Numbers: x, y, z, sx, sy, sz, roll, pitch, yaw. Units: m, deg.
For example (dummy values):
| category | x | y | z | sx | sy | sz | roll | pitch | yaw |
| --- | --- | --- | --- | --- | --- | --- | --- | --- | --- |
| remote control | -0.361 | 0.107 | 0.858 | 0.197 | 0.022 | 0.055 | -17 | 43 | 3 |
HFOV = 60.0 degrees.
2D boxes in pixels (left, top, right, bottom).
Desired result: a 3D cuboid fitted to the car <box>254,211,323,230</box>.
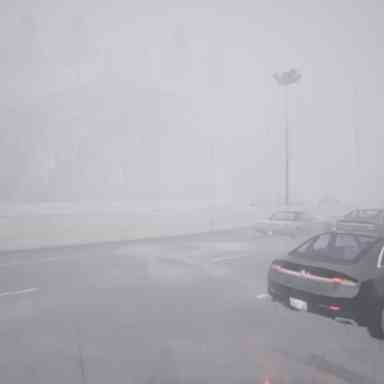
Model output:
| category | x | y | z | sx | sy | sz | roll | pitch | yaw |
| --- | --- | --- | --- | --- | --- | --- | --- | --- | --- |
| car | 5.367 | 1.624 | 17.007 | 4.718 | 1.301 | 1.895 | 0 | 0 | -40 |

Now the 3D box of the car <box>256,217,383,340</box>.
| category | x | y | z | sx | sy | sz | roll | pitch | yaw |
| --- | --- | --- | --- | --- | --- | --- | --- | --- | --- |
| car | 3.552 | 1.499 | 6.573 | 4.902 | 1.511 | 2.128 | 0 | 0 | -38 |

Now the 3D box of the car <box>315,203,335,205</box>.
| category | x | y | z | sx | sy | sz | roll | pitch | yaw |
| --- | --- | --- | --- | --- | --- | --- | --- | --- | --- |
| car | 18.219 | 1.407 | 44.758 | 2.097 | 1.767 | 4.553 | 0 | 0 | 41 |

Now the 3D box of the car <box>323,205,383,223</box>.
| category | x | y | z | sx | sy | sz | roll | pitch | yaw |
| --- | --- | --- | --- | --- | --- | --- | --- | --- | --- |
| car | 8.211 | 1.508 | 14.859 | 4.902 | 1.511 | 2.128 | 0 | 0 | -40 |
